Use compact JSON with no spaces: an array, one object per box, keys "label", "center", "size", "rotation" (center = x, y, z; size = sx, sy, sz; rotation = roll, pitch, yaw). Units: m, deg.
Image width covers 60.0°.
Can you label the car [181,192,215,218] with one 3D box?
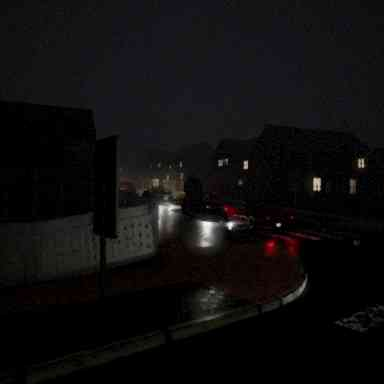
[{"label":"car","center":[0.745,0.727,20.816],"size":[1.812,1.442,4.674],"rotation":[1,3,-23]}]

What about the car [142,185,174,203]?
[{"label":"car","center":[-3.139,0.159,30.060],"size":[2.128,1.511,4.902],"rotation":[1,3,-23]}]

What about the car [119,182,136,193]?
[{"label":"car","center":[-8.498,-0.593,42.778],"size":[1.882,1.535,5.008],"rotation":[1,4,-23]}]

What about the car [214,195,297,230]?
[{"label":"car","center":[3.106,1.048,16.924],"size":[1.895,1.301,4.718],"rotation":[1,3,-21]}]
